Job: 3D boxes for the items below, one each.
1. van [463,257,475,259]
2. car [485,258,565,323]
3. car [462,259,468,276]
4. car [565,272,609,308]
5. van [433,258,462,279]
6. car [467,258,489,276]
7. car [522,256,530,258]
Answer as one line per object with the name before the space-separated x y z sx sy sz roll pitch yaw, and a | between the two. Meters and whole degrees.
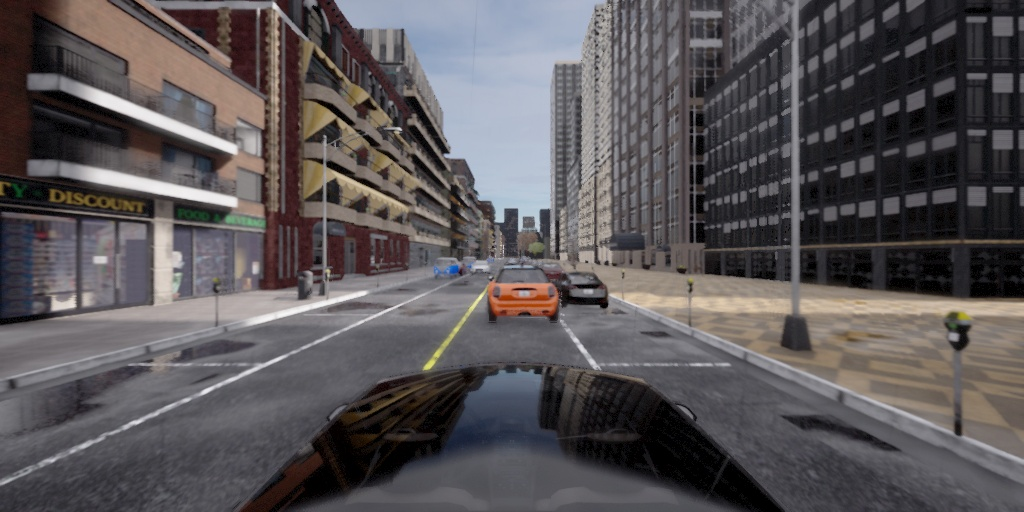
van | -5.702 1.025 47.857 1.690 1.789 3.998 0 0 0
car | 0.247 1.083 12.278 2.097 1.767 4.553 0 0 -3
car | -5.699 1.242 36.812 1.888 1.381 4.507 0 0 0
car | 2.688 1.293 14.722 1.948 1.339 4.313 0 0 0
van | -5.698 1.045 31.289 1.690 1.789 3.998 0 0 0
car | -3.094 1.223 36.270 1.812 1.442 4.674 0 0 0
car | 2.679 1.124 47.858 1.967 1.591 4.097 0 0 0
